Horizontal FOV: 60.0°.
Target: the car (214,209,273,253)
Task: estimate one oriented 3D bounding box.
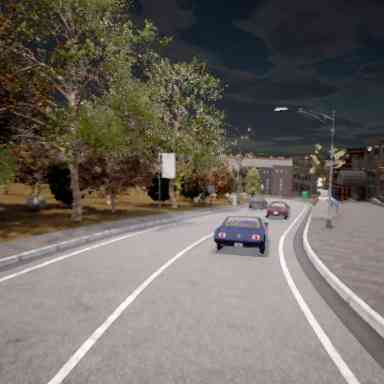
[{"bbox_3d":[2.252,1.623,14.056,1.895,1.301,4.718,2,0,15],"label":"car"}]

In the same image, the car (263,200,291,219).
[{"bbox_3d":[7.993,1.623,30.601,1.812,1.442,4.674,2,1,21],"label":"car"}]

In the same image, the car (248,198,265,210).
[{"bbox_3d":[8.406,1.500,42.246,1.837,1.490,4.892,2,0,21],"label":"car"}]
